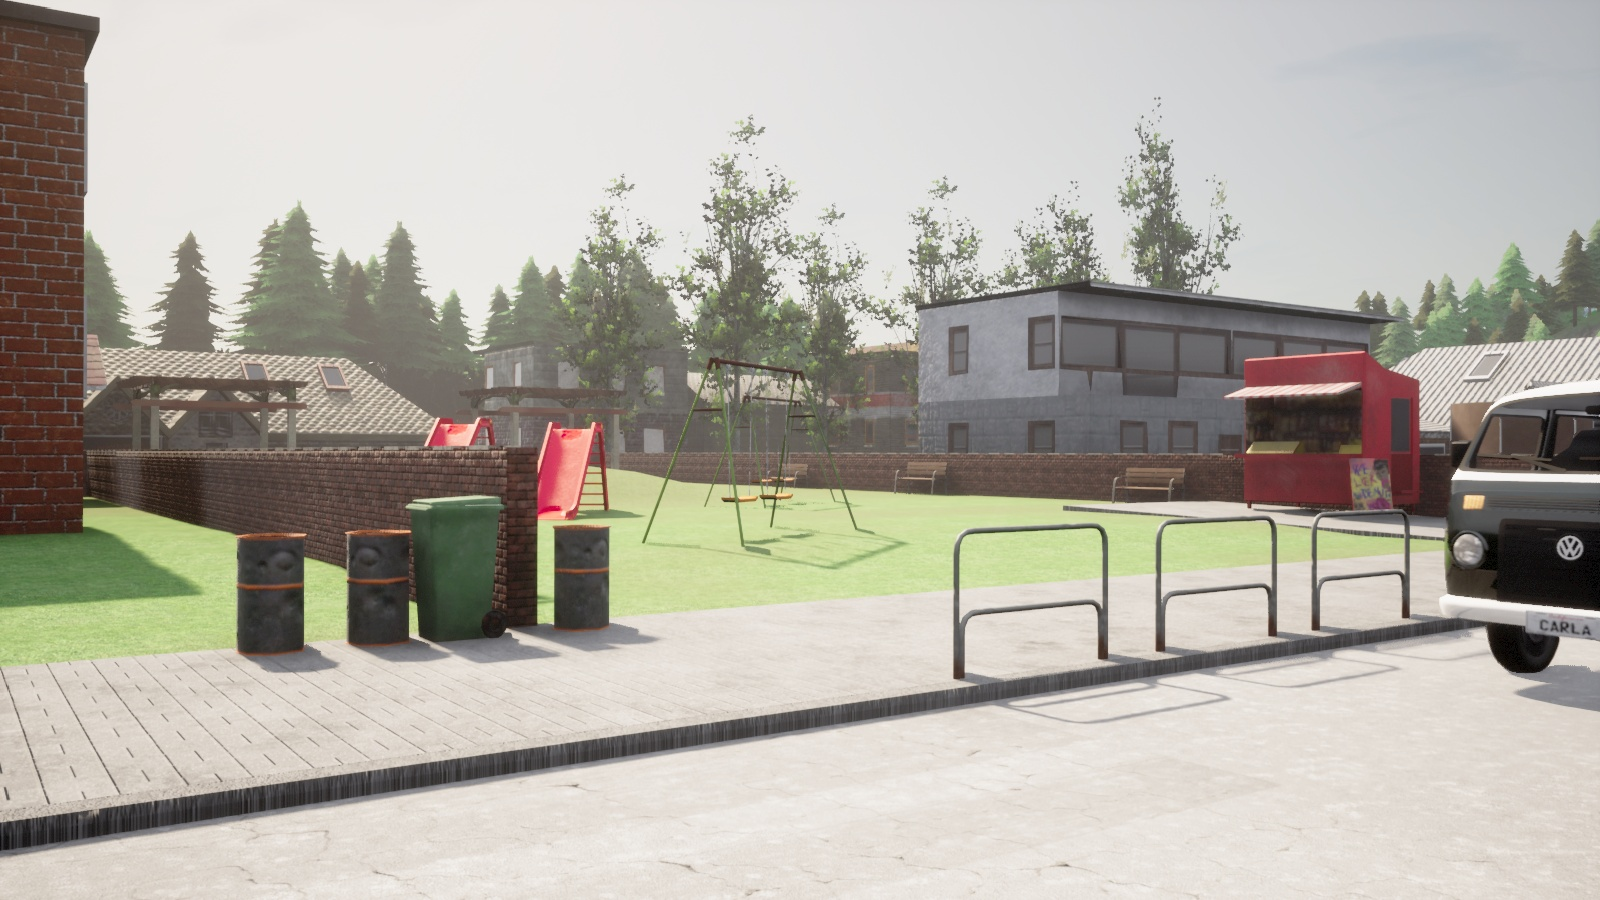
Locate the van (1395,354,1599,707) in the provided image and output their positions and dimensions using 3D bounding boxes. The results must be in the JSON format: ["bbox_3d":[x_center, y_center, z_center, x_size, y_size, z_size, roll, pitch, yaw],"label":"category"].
[{"bbox_3d":[6.341,0.479,8.686,4.480,2.038,2.069,0,0,-35],"label":"van"}]
